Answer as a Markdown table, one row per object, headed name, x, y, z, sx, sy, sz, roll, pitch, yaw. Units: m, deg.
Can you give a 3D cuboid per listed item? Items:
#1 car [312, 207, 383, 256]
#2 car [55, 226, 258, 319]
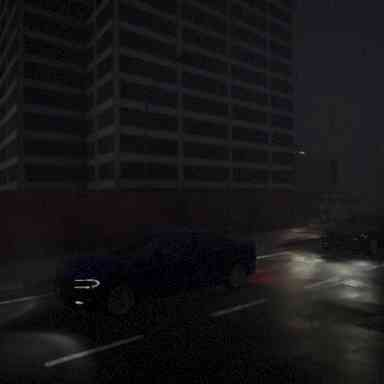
| name | x | y | z | sx | sy | sz | roll | pitch | yaw |
| --- | --- | --- | --- | --- | --- | --- | --- | --- | --- |
| car | 7.478 | 1.614 | 14.049 | 5.008 | 1.535 | 1.882 | 0 | -1 | -37 |
| car | -0.596 | 1.622 | 7.927 | 5.008 | 1.535 | 1.882 | 0 | -1 | -37 |
